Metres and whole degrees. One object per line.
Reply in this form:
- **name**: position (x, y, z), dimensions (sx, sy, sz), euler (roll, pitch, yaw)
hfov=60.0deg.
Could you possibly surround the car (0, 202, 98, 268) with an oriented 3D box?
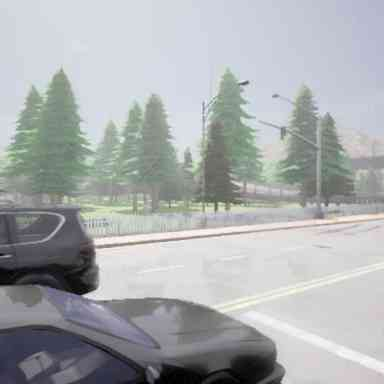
- **car**: position (-4.294, 1.222, 5.229), dimensions (5.566, 2.045, 2.150), euler (0, 0, -35)

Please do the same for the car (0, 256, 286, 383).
- **car**: position (-1.654, 1.547, 2.584), dimensions (5.357, 1.411, 2.033), euler (0, 0, -36)
